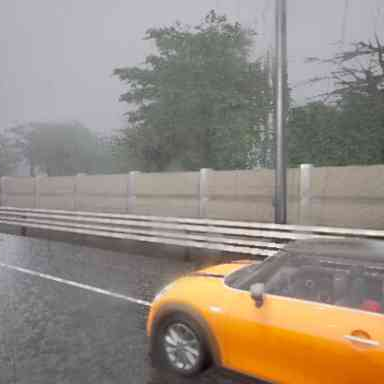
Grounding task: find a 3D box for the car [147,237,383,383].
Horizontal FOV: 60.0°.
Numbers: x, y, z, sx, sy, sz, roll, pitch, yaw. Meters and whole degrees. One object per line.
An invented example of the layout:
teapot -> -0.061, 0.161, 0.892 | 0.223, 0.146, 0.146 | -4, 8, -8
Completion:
car -> 1.601, 1.349, 4.016 | 4.553, 1.767, 2.097 | 0, 0, 36
